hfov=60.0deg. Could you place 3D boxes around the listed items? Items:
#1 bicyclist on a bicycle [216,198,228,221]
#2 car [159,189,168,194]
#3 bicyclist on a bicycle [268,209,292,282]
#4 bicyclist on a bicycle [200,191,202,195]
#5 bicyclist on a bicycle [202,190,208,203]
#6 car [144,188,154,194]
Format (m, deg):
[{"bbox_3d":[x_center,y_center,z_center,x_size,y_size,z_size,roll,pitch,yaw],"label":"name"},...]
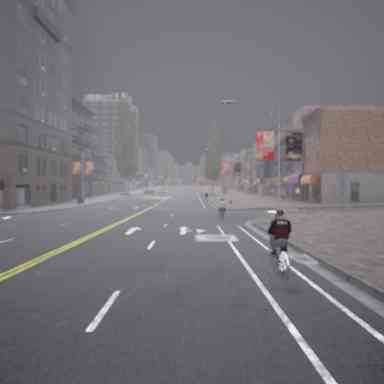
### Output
[{"bbox_3d":[2.190,1.251,24.096,0.866,1.612,1.509,0,0,0],"label":"bicyclist on a bicycle"},{"bbox_3d":[-6.621,-0.140,77.069,1.895,1.301,4.718,0,2,0],"label":"car"},{"bbox_3d":[2.237,1.309,8.630,0.659,1.776,1.843,0,1,0],"label":"bicyclist on a bicycle"},{"bbox_3d":[2.155,0.307,69.459,0.866,1.612,1.509,0,2,0],"label":"bicyclist on a bicycle"},{"bbox_3d":[2.173,0.777,49.971,0.659,1.776,1.843,0,2,0],"label":"bicyclist on a bicycle"},{"bbox_3d":[-9.871,-0.184,77.092,1.994,1.385,4.181,0,2,0],"label":"car"}]
